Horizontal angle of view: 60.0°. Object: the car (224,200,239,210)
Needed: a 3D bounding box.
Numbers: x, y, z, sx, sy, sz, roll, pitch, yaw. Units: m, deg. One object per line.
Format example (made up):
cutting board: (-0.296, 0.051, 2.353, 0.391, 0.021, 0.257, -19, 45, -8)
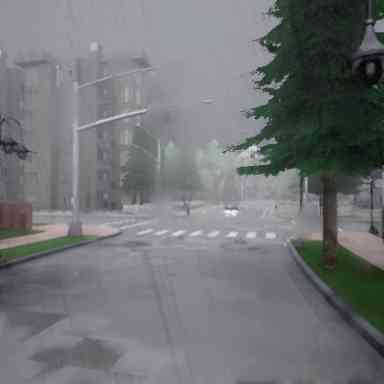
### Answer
car: (6.233, 2.087, 52.230, 2.128, 1.511, 4.902, 0, 0, 14)
